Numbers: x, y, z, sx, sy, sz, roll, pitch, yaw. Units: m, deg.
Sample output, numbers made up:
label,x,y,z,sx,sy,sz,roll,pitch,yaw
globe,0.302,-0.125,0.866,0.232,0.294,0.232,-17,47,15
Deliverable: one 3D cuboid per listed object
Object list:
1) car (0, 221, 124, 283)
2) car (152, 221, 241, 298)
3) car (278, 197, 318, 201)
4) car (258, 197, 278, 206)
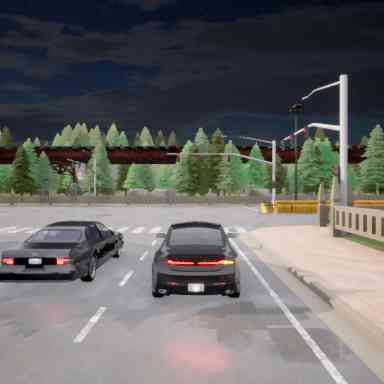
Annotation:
label,x,y,z,sx,sy,sz,roll,pitch,yaw
car,-3.383,1.547,9.709,2.033,1.411,5.357,0,0,0
car,0.103,1.505,8.519,1.837,1.490,4.892,0,0,1
car,13.322,1.601,40.455,4.718,1.301,1.895,0,0,1
car,11.967,1.491,47.468,4.902,1.511,2.128,0,0,1
